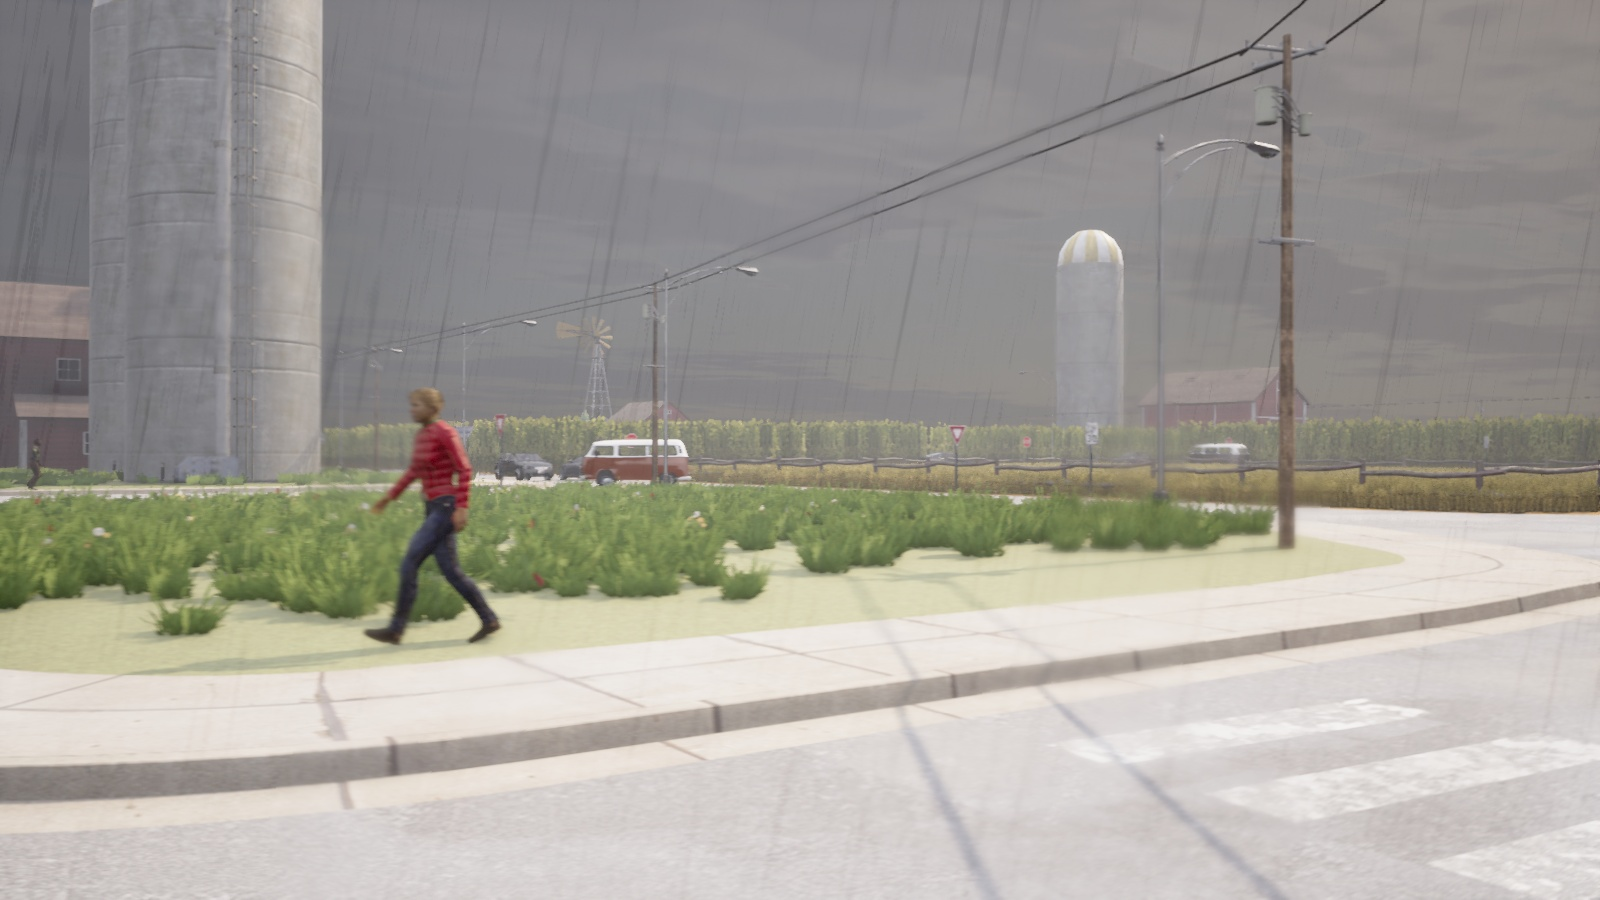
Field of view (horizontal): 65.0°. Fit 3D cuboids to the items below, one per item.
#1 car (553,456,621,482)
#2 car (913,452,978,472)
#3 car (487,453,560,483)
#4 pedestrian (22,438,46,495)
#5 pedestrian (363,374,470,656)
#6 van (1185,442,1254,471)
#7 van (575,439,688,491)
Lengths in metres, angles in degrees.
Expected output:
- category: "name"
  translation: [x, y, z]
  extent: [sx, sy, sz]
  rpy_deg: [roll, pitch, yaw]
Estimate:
- category: "car"
  translation: [-11.502, 0.999, 67.663]
  extent: [1.994, 1.385, 4.181]
  rpy_deg: [0, 0, -35]
- category: "car"
  translation: [11.148, 0.888, 95.932]
  extent: [4.892, 1.490, 1.837]
  rpy_deg: [-1, 0, -34]
- category: "car"
  translation: [-14.597, 0.894, 66.030]
  extent: [2.128, 1.511, 4.902]
  rpy_deg: [0, 0, -34]
- category: "pedestrian"
  translation: [-26.370, 0.562, 43.222]
  extent: [0.692, 1.930, 0.395]
  rpy_deg: [0, 0, -32]
- category: "pedestrian"
  translation: [-2.608, 0.427, 8.544]
  extent: [0.636, 1.846, 0.331]
  rpy_deg: [0, 0, -31]
- category: "van"
  translation: [30.942, 0.466, 92.725]
  extent: [2.069, 2.038, 4.480]
  rpy_deg: [0, 0, -34]
- category: "van"
  translation: [-6.866, 0.608, 51.249]
  extent: [4.480, 2.038, 2.069]
  rpy_deg: [0, -1, -8]
